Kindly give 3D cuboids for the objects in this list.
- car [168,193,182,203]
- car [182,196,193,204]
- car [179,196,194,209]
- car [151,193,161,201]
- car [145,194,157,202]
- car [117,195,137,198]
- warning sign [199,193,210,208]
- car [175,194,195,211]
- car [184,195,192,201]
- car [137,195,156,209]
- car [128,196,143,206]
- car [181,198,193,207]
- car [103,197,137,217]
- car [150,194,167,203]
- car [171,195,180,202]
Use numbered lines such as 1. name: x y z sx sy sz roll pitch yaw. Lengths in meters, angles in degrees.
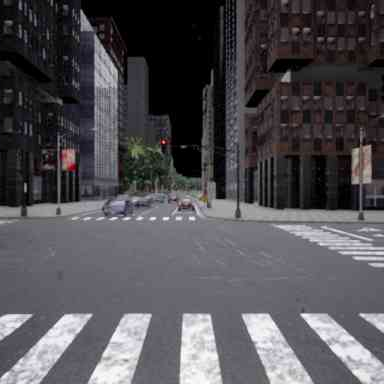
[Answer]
1. car: -3.621 1.326 65.778 2.097 1.767 4.553 0 0 0
2. car: -0.824 1.514 60.945 1.887 1.381 4.507 0 0 0
3. car: -0.698 1.395 44.670 1.967 1.590 4.097 0 0 0
4. car: -9.559 1.320 88.015 2.192 1.841 5.009 0 0 0
5. car: -9.475 1.304 77.164 2.192 1.841 5.009 0 0 0
6. car: -9.224 1.270 44.608 2.192 1.841 5.009 0 0 0
7. warning sign: 1.626 1.069 42.933 1.300 1.860 1.060 0 0 0
8. car: -0.656 1.391 39.246 1.967 1.590 4.097 0 0 0
9. car: -0.992 1.436 82.644 1.967 1.590 4.097 0 0 0
10. car: -6.555 1.502 45.116 2.033 1.411 5.357 0 0 0
11. car: -9.305 1.489 55.290 1.752 1.417 4.829 0 0 0
12. car: -0.740 1.541 50.095 1.802 1.307 4.206 0 0 0
13. car: -6.590 1.469 30.319 1.812 1.442 4.674 0 0 2
14. car: -6.645 1.538 64.988 1.994 1.385 4.181 0 0 0
15. car: -3.698 1.472 75.816 1.812 1.442 4.674 0 0 0
